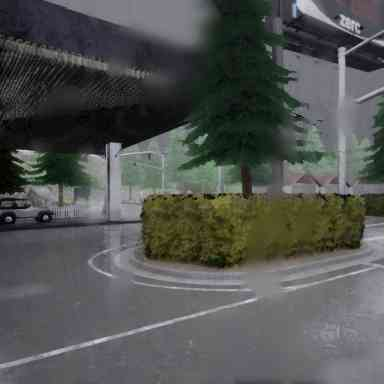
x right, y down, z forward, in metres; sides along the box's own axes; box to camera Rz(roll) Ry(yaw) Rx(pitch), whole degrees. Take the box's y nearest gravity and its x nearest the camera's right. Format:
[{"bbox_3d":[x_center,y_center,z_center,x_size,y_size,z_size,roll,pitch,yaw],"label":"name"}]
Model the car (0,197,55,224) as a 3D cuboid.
[{"bbox_3d":[-11.923,1.313,23.509,3.866,1.878,1.905,0,0,-36],"label":"car"}]
